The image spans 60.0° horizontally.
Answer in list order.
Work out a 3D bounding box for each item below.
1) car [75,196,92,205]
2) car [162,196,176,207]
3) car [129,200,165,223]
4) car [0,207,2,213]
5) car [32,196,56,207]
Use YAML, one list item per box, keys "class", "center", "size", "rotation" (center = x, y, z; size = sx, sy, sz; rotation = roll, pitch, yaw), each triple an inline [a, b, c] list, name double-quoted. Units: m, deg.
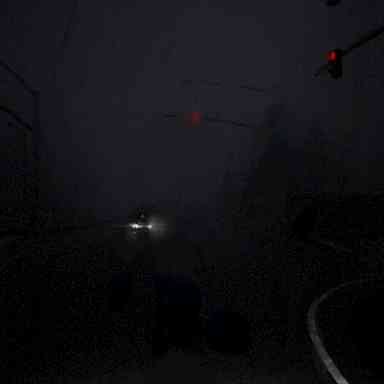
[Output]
- class: "car"
  center: [-17.430, 1.324, 53.424]
  size: [1.845, 1.501, 3.633]
  rotation: [0, 0, 0]
- class: "car"
  center: [-3.476, 1.394, 50.321]
  size: [1.882, 1.535, 5.008]
  rotation: [0, 0, 0]
- class: "car"
  center: [-3.493, 1.543, 25.510]
  size: [1.994, 1.385, 4.181]
  rotation: [0, 0, 1]
- class: "car"
  center: [-17.690, 1.314, 27.392]
  size: [2.007, 1.523, 4.514]
  rotation: [0, 0, 0]
- class: "car"
  center: [-20.487, 1.341, 46.035]
  size: [1.970, 1.475, 3.806]
  rotation: [0, 0, 0]
